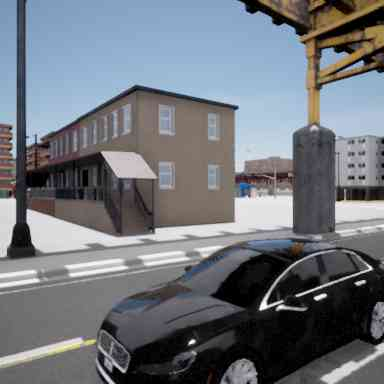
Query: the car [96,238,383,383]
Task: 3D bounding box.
[{"bbox_3d":[1.112,1.502,4.819,4.892,1.490,1.837,0,0,-36],"label":"car"}]
